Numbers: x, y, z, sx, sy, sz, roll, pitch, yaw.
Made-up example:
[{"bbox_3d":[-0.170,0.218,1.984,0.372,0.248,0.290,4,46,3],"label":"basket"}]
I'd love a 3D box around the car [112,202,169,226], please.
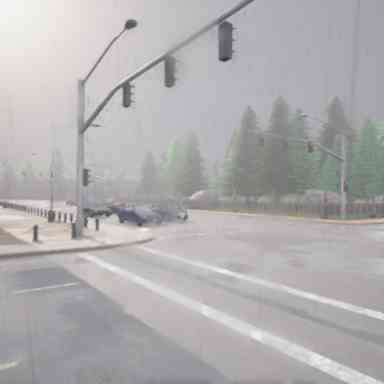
[{"bbox_3d":[-4.020,1.724,25.248,1.812,1.442,4.674,1,-1,-38],"label":"car"}]

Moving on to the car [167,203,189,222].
[{"bbox_3d":[-2.201,1.732,28.663,2.128,1.511,4.902,1,-1,-36],"label":"car"}]

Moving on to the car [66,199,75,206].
[{"bbox_3d":[-21.950,1.889,61.991,1.895,1.301,4.718,1,-1,-36],"label":"car"}]

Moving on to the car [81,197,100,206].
[{"bbox_3d":[-19.864,1.822,65.071,2.128,1.511,4.902,1,-1,-36],"label":"car"}]

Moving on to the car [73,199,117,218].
[{"bbox_3d":[-9.689,1.746,32.983,2.033,1.411,5.357,1,-1,-36],"label":"car"}]

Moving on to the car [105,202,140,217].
[{"bbox_3d":[-7.642,1.842,36.115,1.895,1.301,4.718,1,-1,-36],"label":"car"}]

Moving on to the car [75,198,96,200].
[{"bbox_3d":[-13.703,1.843,44.436,1.895,1.301,4.718,1,-1,-36],"label":"car"}]
